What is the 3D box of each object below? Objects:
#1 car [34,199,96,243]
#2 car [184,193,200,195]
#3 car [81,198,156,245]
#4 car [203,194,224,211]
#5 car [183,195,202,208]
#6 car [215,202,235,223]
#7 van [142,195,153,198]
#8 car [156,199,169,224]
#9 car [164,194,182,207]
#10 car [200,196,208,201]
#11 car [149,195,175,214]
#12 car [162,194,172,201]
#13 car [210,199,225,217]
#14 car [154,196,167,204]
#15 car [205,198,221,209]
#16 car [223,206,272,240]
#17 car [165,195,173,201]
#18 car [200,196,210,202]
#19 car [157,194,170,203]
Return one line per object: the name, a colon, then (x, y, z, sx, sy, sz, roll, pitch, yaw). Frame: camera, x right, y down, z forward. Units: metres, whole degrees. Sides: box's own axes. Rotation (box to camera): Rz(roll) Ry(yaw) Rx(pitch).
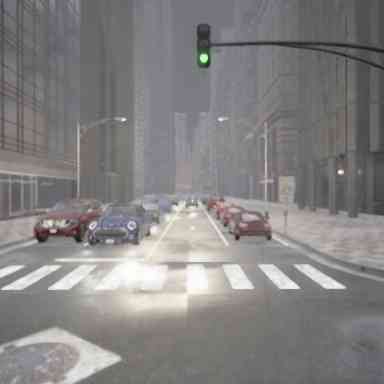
car: (-5.764, 1.303, 16.317, 2.192, 1.841, 5.009, 0, 0, 0)
car: (-0.003, 1.444, 56.986, 1.837, 1.490, 4.892, 0, 0, 0)
car: (-3.156, 1.338, 15.267, 2.097, 1.767, 4.553, 0, 0, 1)
car: (2.760, 1.266, 38.810, 2.192, 1.841, 5.009, 0, 0, 0)
car: (-0.003, 1.496, 46.571, 2.033, 1.411, 5.357, 0, 0, 0)
car: (2.761, 1.551, 21.956, 1.802, 1.307, 4.206, 0, 0, 0)
van: (-5.765, 1.300, 44.411, 1.690, 1.788, 3.998, 0, 0, 0)
car: (-3.100, 1.522, 24.807, 2.033, 1.411, 5.357, 0, 0, 0)
car: (-3.006, 1.429, 50.789, 1.882, 1.535, 5.008, 0, 0, 0)
car: (2.759, 1.501, 78.139, 1.802, 1.307, 4.206, 0, 0, 0)
car: (-3.096, 1.441, 35.278, 1.882, 1.535, 5.008, 0, 0, 0)
car: (-5.766, 1.373, 78.123, 1.967, 1.590, 4.097, 0, 0, 0)
car: (2.761, 1.507, 27.574, 1.887, 1.381, 4.507, 0, 0, 0)
car: (-5.766, 1.511, 61.267, 1.947, 1.339, 4.313, 0, 0, 0)
car: (2.760, 1.528, 44.429, 1.802, 1.307, 4.206, 0, 0, 0)
car: (2.761, 1.557, 16.337, 1.802, 1.307, 4.206, 0, 0, 0)
car: (-5.766, 1.473, 83.742, 1.887, 1.381, 4.507, 0, 0, 0)
car: (2.759, 1.489, 72.520, 1.947, 1.339, 4.313, 0, 0, 0)
car: (-5.766, 1.256, 66.886, 2.192, 1.841, 5.009, 0, 0, 0)
